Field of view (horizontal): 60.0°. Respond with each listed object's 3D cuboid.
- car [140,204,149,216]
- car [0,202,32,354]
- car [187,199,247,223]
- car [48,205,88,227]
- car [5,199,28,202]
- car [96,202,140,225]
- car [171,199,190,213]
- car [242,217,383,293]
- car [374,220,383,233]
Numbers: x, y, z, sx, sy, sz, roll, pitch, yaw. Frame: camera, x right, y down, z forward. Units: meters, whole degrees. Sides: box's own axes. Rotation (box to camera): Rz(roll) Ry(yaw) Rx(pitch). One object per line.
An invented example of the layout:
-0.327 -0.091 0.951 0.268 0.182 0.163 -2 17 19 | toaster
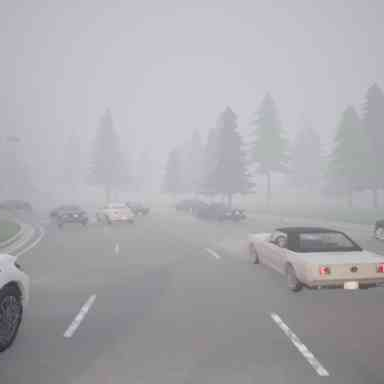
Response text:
-6.013 1.631 31.378 1.895 1.301 4.718 0 0 -39 | car
-3.584 1.237 2.940 2.150 2.045 5.566 0 0 -3 | car
1.967 1.542 25.558 2.033 1.411 5.357 0 0 -28 | car
-8.826 1.589 23.511 2.033 1.411 5.357 0 0 -32 | car
-20.713 1.598 38.637 4.892 1.490 1.837 -1 -1 28 | car
-5.739 1.550 24.641 1.812 1.442 4.674 0 0 -29 | car
-0.304 1.510 35.605 1.837 1.490 4.892 1 -1 -38 | car
2.946 1.589 8.894 1.895 1.301 4.718 0 0 -7 | car
9.400 1.438 13.105 1.882 1.535 5.008 0 0 -7 | car
